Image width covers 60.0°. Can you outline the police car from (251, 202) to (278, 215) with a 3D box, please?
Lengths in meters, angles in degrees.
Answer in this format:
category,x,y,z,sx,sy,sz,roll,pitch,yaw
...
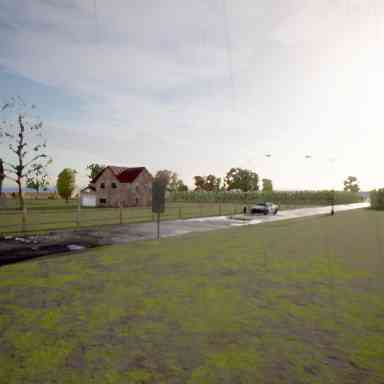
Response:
category,x,y,z,sx,sy,sz,roll,pitch,yaw
police car,8.954,2.044,41.240,2.038,1.542,4.974,1,0,35
